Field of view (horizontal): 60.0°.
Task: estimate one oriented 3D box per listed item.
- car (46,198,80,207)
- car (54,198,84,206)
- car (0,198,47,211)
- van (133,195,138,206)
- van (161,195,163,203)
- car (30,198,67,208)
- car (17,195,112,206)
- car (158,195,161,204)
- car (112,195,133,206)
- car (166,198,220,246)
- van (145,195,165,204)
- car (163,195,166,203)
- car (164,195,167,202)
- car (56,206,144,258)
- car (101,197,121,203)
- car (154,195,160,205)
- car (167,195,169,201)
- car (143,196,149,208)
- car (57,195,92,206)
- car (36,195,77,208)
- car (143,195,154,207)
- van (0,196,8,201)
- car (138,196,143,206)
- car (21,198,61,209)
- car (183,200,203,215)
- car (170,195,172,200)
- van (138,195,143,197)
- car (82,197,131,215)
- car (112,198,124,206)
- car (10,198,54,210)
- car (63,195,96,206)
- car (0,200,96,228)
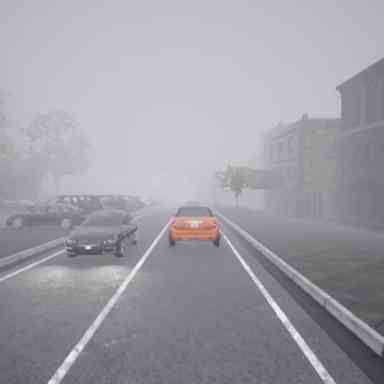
[{"bbox_3d":[-21.954,1.750,56.779,5.008,1.535,2.097,0,-1,0],"label":"car"},{"bbox_3d":[-21.960,1.819,59.439,4.674,1.452,2.002,0,-1,0],"label":"car"},{"bbox_3d":[-21.753,1.615,42.854,5.366,1.575,1.946,0,-1,0],"label":"car"},{"bbox_3d":[-8.736,1.342,37.367,4.442,1.987,1.878,0,-1,0],"label":"van"},{"bbox_3d":[-8.780,1.658,68.200,4.442,1.987,1.878,0,-1,0],"label":"van"},{"bbox_3d":[-21.979,1.724,51.209,4.792,1.488,2.163,0,-1,0],"label":"car"},{"bbox_3d":[-8.878,1.218,23.352,5.566,2.045,2.435,0,0,0],"label":"car"},{"bbox_3d":[-9.073,1.812,62.591,5.366,1.575,1.946,0,-1,0],"label":"car"},{"bbox_3d":[-8.877,1.270,31.762,5.566,2.045,2.435,0,0,0],"label":"car"},{"bbox_3d":[0.097,1.338,15.375,2.097,1.767,4.553,0,0,0],"label":"car"},{"bbox_3d":[-8.797,1.795,79.412,4.442,1.987,1.878,0,-1,0],"label":"van"},{"bbox_3d":[-8.876,1.982,73.803,4.792,1.488,2.163,0,-1,0],"label":"car"},{"bbox_3d":[-8.904,1.986,76.606,5.008,1.535,2.097,0,-1,0],"label":"car"},{"bbox_3d":[-3.252,1.493,12.846,1.837,1.490,4.892,0,0,0],"label":"car"},{"bbox_3d":[-22.015,2.155,90.230,4.892,1.521,2.231,0,-1,0],"label":"car"},{"bbox_3d":[-8.879,1.782,59.791,5.008,1.535,2.097,0,-1,0],"label":"car"},{"bbox_3d":[-8.891,1.964,85.017,4.553,1.767,2.185,0,-1,0],"label":"car"},{"bbox_3d":[-8.857,1.644,45.775,5.008,1.535,2.097,0,-1,0],"label":"car"},{"bbox_3d":[-21.938,1.561,62.350,5.566,2.045,2.435,0,-1,0],"label":"car"},{"bbox_3d":[-21.927,1.470,53.995,5.566,2.045,2.435,0,-1,0],"label":"car"},{"bbox_3d":[-8.895,1.418,48.581,5.566,2.045,2.435,0,-1,0],"label":"car"},{"bbox_3d":[-22.046,1.317,34.499,4.442,1.987,1.878,0,0,0],"label":"van"},{"bbox_3d":[-8.849,1.595,40.169,4.892,1.521,2.231,0,-1,0],"label":"car"},{"bbox_3d":[-21.917,1.698,48.424,4.792,1.488,2.163,0,-1,0],"label":"car"},{"bbox_3d":[0.094,1.638,35.973,2.033,1.411,5.357,0,0,0],"label":"car"},{"bbox_3d":[-8.902,1.907,90.625,5.566,2.045,2.435,0,-1,0],"label":"car"},{"bbox_3d":[-8.975,1.393,42.974,4.442,1.987,1.878,0,-1,0],"label":"van"},{"bbox_3d":[-8.819,1.417,34.562,4.553,1.767,2.185,0,-1,0],"label":"car"},{"bbox_3d":[-8.855,1.500,28.955,4.892,1.521,2.231,0,0,0],"label":"car"},{"bbox_3d":[-21.937,1.643,45.640,5.008,1.535,2.097,0,-1,0],"label":"car"},{"bbox_3d":[-21.943,1.594,65.012,5.566,2.045,2.435,0,-1,0],"label":"car"},{"bbox_3d":[-8.845,1.461,20.550,4.892,1.521,2.231,0,0,0],"label":"car"}]
